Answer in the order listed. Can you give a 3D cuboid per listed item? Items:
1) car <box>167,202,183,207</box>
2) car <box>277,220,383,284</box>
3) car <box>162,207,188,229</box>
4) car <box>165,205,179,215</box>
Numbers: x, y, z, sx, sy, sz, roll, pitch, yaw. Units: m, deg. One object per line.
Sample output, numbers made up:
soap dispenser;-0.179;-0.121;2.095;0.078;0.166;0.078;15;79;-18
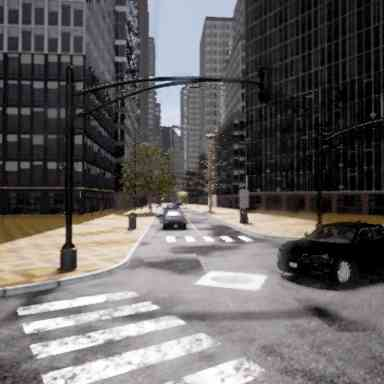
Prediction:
car;-2.079;2.210;36.958;2.097;1.767;4.553;0;-1;-4
car;4.830;1.702;10.446;5.008;1.535;1.882;0;-1;-34
car;-1.376;2.168;26.920;2.033;1.411;5.357;0;-1;-4
car;-3.161;2.784;52.675;2.033;1.411;5.357;0;-1;-4
